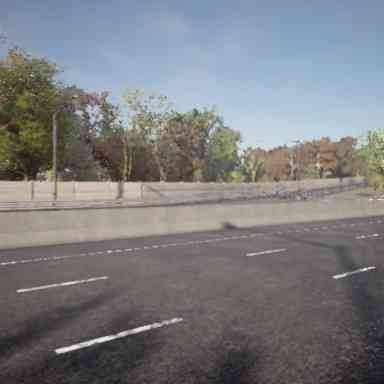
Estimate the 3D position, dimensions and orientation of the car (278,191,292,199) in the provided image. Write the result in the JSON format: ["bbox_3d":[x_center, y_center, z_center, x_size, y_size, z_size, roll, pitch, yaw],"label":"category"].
[{"bbox_3d":[19.034,0.678,68.001,1.837,1.490,4.892,0,1,31],"label":"car"}]

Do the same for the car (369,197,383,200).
[{"bbox_3d":[32.217,1.466,56.962,4.718,1.301,1.895,0,0,-35],"label":"car"}]

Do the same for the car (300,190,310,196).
[{"bbox_3d":[27.553,0.247,81.336,2.128,1.511,4.902,0,2,33],"label":"car"}]
